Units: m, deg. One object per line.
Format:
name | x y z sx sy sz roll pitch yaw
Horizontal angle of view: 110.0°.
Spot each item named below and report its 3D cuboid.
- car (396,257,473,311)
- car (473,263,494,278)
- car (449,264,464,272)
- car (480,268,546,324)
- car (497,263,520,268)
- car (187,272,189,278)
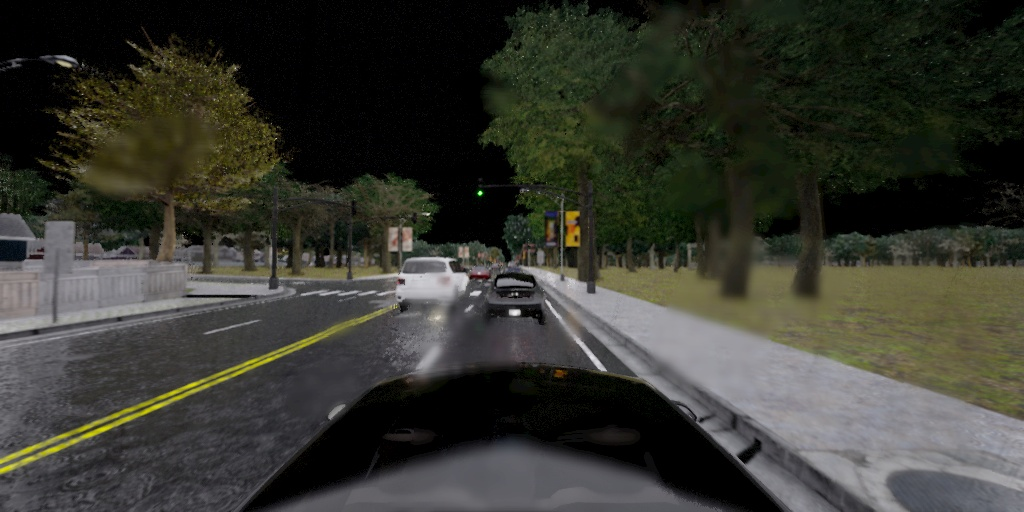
car | -3.160 1.083 15.258 2.150 2.045 5.566 0 0 0
car | -3.182 1.668 36.998 1.994 1.385 4.181 0 -1 0
car | -9.842 2.074 63.445 1.895 1.301 4.718 0 -1 1
car | 0.090 1.339 12.396 1.837 1.490 4.892 0 0 0
car | 0.074 1.560 29.646 2.033 1.411 5.357 0 -1 0
car | -31.358 1.386 32.299 4.892 1.490 1.837 0 -2 23
